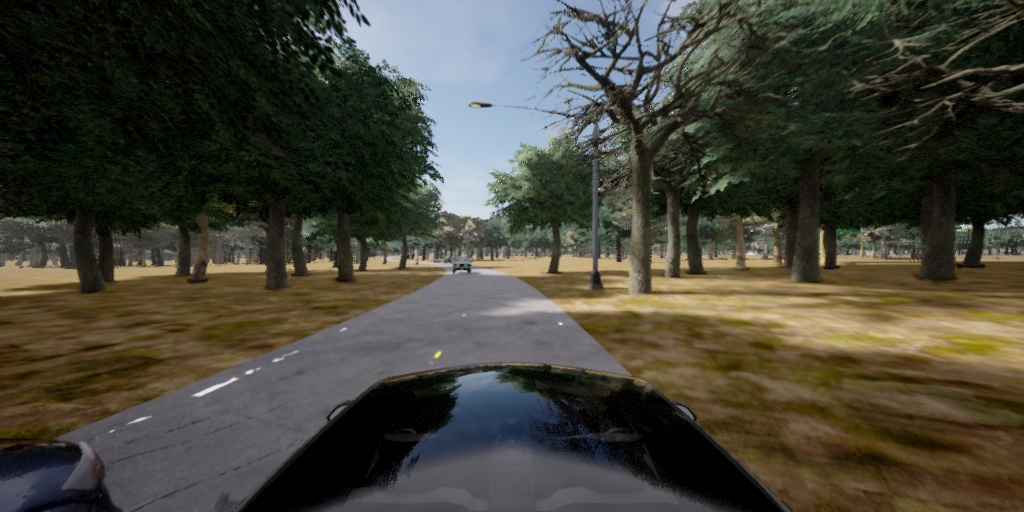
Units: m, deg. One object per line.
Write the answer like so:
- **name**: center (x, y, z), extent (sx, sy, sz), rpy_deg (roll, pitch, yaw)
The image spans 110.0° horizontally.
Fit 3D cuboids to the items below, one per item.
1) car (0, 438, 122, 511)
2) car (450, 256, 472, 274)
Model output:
- **car**: center (-3.122, 1.316, 0.192), extent (1.994, 1.385, 4.181), rpy_deg (0, 0, 0)
- **car**: center (-6.193, 1.094, 44.221), extent (2.150, 2.045, 5.566), rpy_deg (0, -1, -9)
